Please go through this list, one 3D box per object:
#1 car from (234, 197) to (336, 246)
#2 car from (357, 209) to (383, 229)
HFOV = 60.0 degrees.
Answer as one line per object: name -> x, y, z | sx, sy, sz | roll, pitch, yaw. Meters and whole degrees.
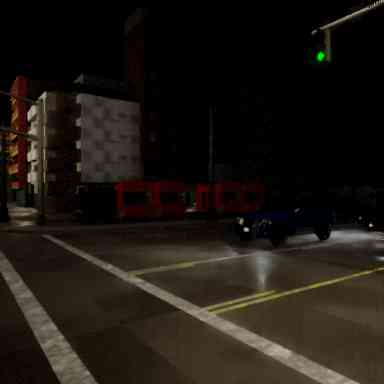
car -> 4.559, 1.274, 15.804 | 5.566, 2.045, 2.150 | 1, 0, -36
car -> 12.767, 1.752, 21.635 | 4.718, 1.301, 1.895 | 1, 0, -35
